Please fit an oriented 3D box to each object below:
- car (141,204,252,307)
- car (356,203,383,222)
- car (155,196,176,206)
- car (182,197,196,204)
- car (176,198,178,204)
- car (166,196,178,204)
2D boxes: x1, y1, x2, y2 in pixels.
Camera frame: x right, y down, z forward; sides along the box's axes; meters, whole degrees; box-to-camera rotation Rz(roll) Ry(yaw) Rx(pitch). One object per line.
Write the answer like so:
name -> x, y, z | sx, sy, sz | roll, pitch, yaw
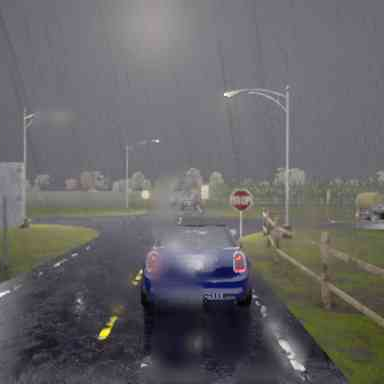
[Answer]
car -> 0.072, 1.344, 8.127 | 2.097, 1.767, 4.553 | 0, 0, 0
car -> 14.661, 1.468, 24.294 | 4.902, 1.511, 2.128 | 0, 0, 9
car -> -3.232, 1.456, 39.794 | 1.837, 1.490, 4.892 | 0, 0, -1
car -> -0.402, 1.432, 45.440 | 2.128, 1.511, 4.902 | 0, 0, -1
car -> -3.474, 1.406, 52.009 | 1.882, 1.535, 5.008 | 0, 0, -1
car -> -3.740, 1.454, 63.347 | 2.033, 1.411, 5.357 | 0, 0, -2
